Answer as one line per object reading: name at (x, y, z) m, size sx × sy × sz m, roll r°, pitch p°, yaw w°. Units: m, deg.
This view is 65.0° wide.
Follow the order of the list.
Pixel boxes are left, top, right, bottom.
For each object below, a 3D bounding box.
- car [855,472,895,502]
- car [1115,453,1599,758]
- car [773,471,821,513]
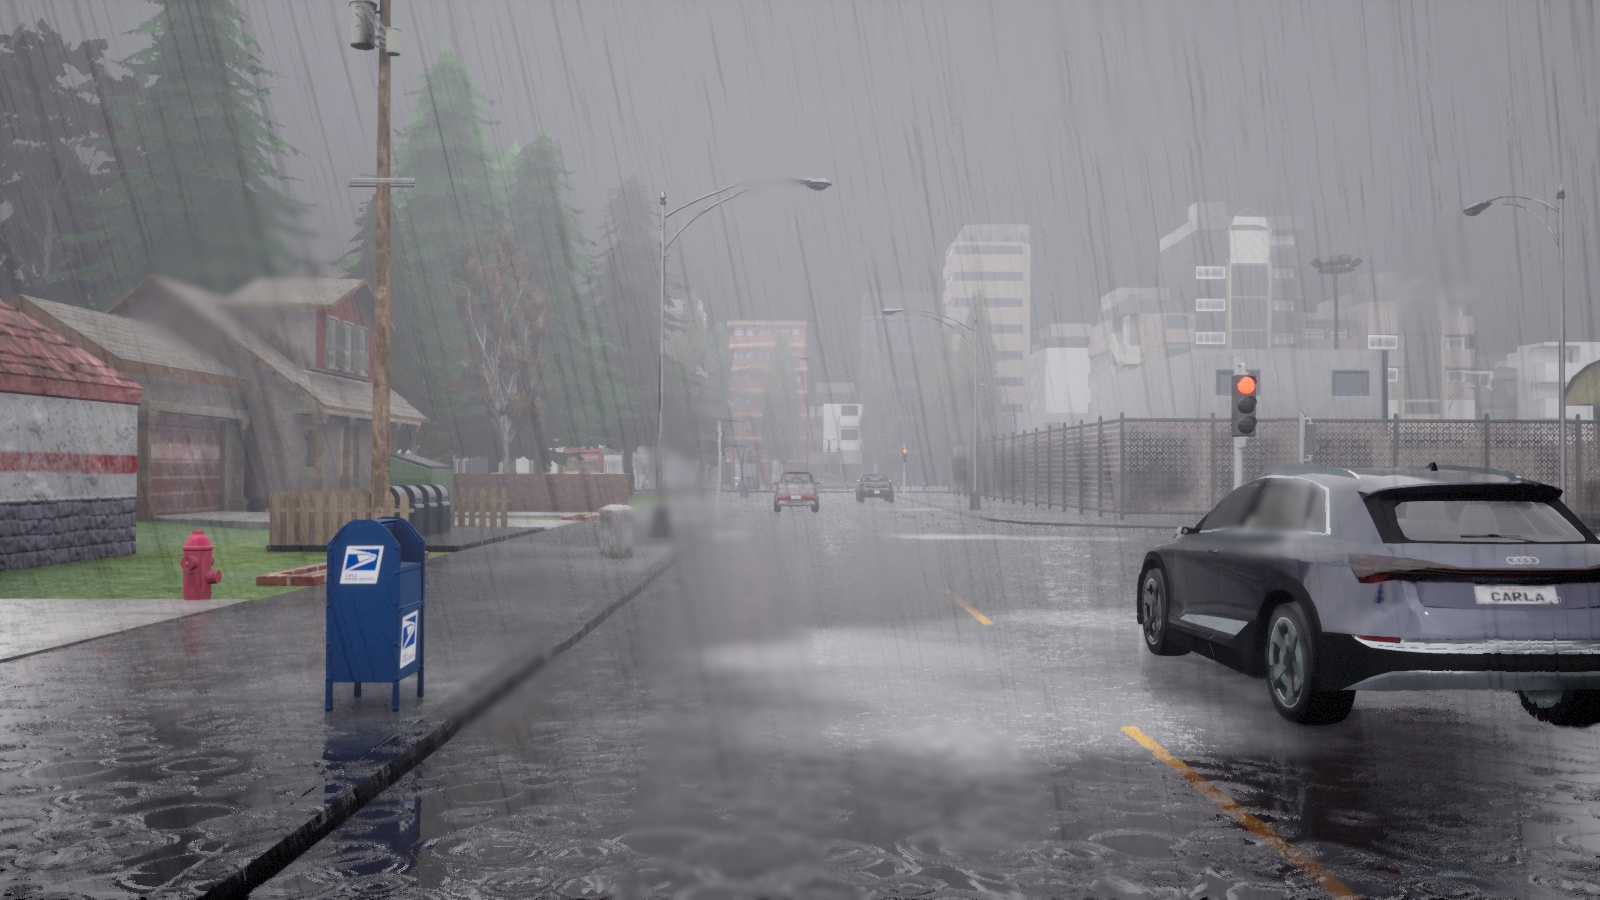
car at (3.833, 1.896, 64.652) m, size 1.816 × 1.474 × 4.193 m, roll 0°, pitch -1°, yaw 0°
car at (3.983, 0.884, 9.267) m, size 2.033 × 1.649 × 4.856 m, roll 0°, pitch -1°, yaw -1°
car at (-0.127, 1.604, 48.238) m, size 1.789 × 1.549 × 3.705 m, roll 0°, pitch -1°, yaw 0°
